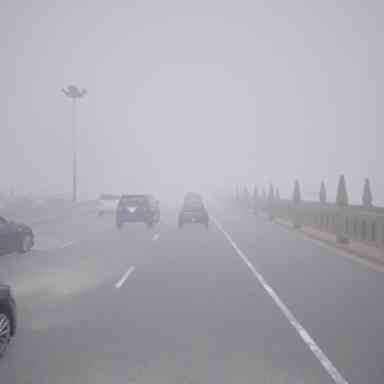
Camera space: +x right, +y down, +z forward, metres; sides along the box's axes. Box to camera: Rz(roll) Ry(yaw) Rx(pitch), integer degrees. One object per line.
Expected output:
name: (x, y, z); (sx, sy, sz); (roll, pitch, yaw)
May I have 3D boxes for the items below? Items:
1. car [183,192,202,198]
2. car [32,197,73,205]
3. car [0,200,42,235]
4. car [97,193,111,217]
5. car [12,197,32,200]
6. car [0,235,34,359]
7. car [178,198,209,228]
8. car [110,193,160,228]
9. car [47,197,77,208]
car: (0.089, 1.069, 40.492); (2.150, 2.045, 5.566); (0, 0, 0)
car: (-14.072, 1.378, 34.111); (1.837, 1.490, 4.892); (0, 0, 0)
car: (-6.897, 1.312, 10.439); (2.097, 1.767, 4.553); (0, 0, 0)
car: (-6.892, 1.107, 30.137); (2.150, 2.045, 5.566); (0, 0, 0)
car: (-21.077, 1.323, 40.943); (1.882, 1.535, 5.008); (0, 0, 0)
car: (-3.400, 1.481, 2.783); (2.128, 1.511, 4.902); (0, 0, 0)
car: (0.106, 1.409, 21.621); (2.128, 1.511, 4.902); (0, 0, 0)
car: (-3.394, 1.140, 21.530); (2.150, 2.045, 5.566); (0, 0, 0)
car: (-17.571, 1.377, 45.197); (2.033, 1.411, 5.357); (0, 0, 0)
